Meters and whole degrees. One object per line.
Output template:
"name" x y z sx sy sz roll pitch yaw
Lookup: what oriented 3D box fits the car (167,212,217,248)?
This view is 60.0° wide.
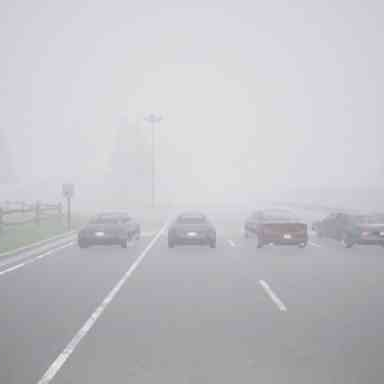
"car" 0.000 1.569 14.650 1.994 1.385 4.181 0 0 0

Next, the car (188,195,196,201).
"car" 0.000 1.477 78.982 1.895 1.301 4.718 0 0 0

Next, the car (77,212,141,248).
"car" -3.500 1.569 14.650 1.994 1.385 4.181 0 0 0

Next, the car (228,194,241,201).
"car" 10.500 1.422 78.952 2.033 1.411 5.357 0 0 0

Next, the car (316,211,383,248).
"car" 7.000 1.560 14.650 2.033 1.411 5.357 0 0 0

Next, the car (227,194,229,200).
"car" 10.500 1.267 92.677 2.097 1.767 4.553 0 0 0

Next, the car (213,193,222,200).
"car" 7.000 1.267 92.677 2.097 1.767 4.553 0 0 0

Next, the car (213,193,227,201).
"car" 7.000 1.493 82.283 1.812 1.442 4.674 0 0 0

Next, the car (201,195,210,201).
"car" 3.500 1.469 82.283 1.837 1.490 4.892 0 0 0

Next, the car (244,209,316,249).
"car" 3.500 1.482 14.650 1.882 1.535 5.008 0 0 0

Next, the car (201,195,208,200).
"car" 3.500 1.436 92.707 1.812 1.442 4.674 0 0 0

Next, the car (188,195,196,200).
"car" 0.000 1.439 91.874 1.994 1.385 4.181 0 0 0
